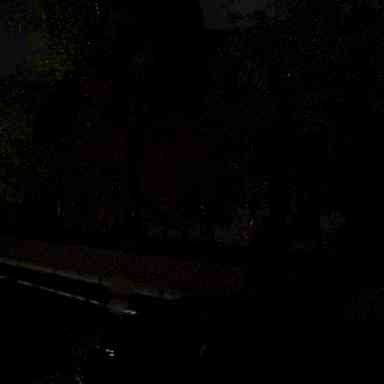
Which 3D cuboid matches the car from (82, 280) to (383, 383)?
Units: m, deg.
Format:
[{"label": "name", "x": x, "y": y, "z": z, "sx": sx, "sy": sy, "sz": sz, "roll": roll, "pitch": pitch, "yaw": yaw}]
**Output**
[{"label": "car", "x": 0.901, "y": 1.577, "z": 3.043, "sx": 4.181, "sy": 1.385, "sz": 1.994, "roll": -1, "pitch": -1, "yaw": 36}]
